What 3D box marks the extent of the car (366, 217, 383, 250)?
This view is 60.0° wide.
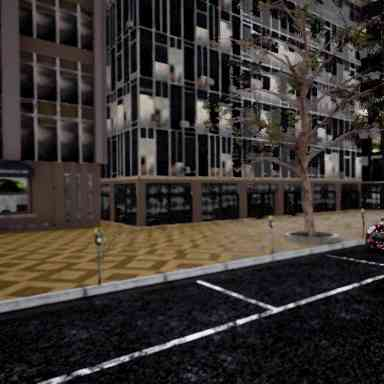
[{"bbox_3d":[8.289,1.346,12.474,4.097,1.590,1.967,0,0,-35],"label":"car"}]
